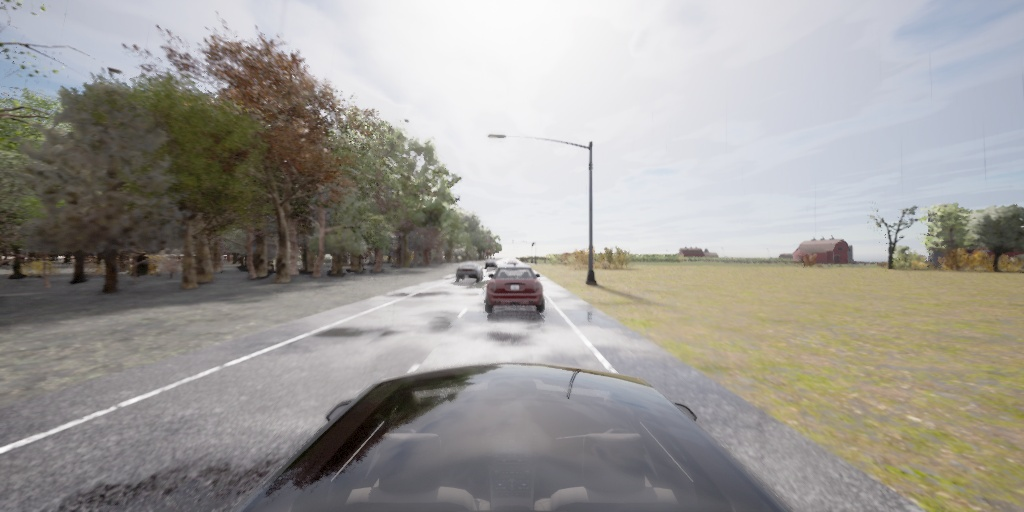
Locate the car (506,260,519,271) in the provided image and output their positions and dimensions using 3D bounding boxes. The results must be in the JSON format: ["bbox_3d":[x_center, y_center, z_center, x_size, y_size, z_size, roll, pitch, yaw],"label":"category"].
[{"bbox_3d":[0.092,1.375,53.027,1.812,1.442,4.674,0,0,0],"label":"car"}]

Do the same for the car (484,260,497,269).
[{"bbox_3d":[-3.409,1.361,58.499,1.837,1.490,4.892,0,0,0],"label":"car"}]

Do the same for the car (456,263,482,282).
[{"bbox_3d":[-3.403,1.310,29.274,1.837,1.490,4.892,0,0,0],"label":"car"}]

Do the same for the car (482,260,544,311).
[{"bbox_3d":[0.100,1.130,14.651,2.097,1.767,4.553,0,0,0],"label":"car"}]
